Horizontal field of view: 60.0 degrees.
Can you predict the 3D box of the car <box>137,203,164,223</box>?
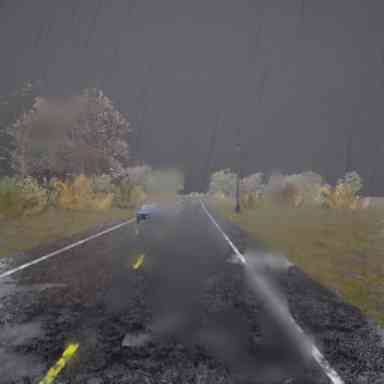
[{"bbox_3d":[-3.427,1.678,28.076,1.882,1.535,5.008,0,0,0],"label":"car"}]
